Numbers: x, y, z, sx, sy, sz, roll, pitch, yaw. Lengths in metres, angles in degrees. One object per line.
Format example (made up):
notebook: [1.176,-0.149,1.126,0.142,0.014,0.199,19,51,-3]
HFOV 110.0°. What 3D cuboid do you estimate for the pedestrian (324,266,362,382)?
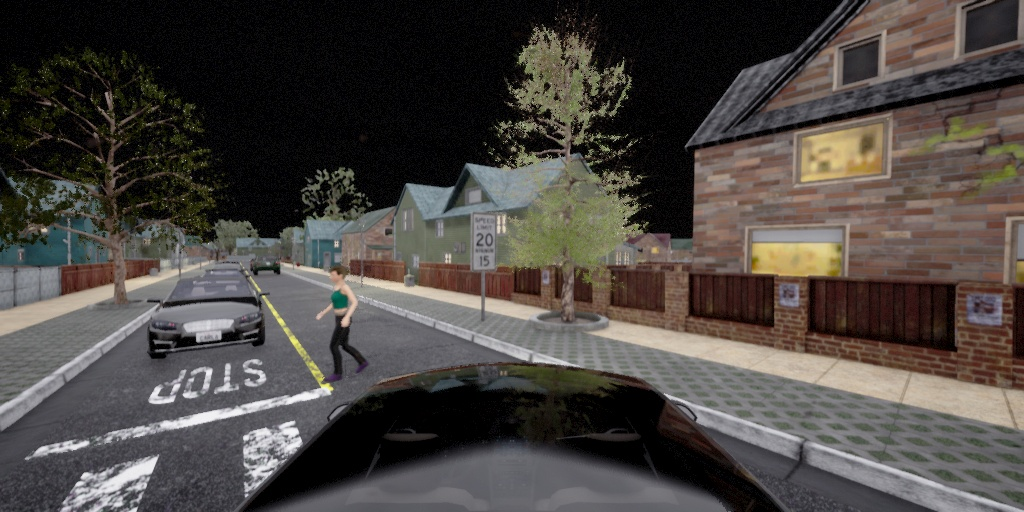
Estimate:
pedestrian: [-2.733,1.036,5.768,0.375,1.860,0.375,-2,3,-38]

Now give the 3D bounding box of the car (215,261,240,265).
car: [-18.793,1.199,23.678,1.837,1.490,4.892,-1,0,-38]

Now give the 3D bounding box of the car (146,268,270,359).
car: [-7.160,1.234,8.640,2.128,1.511,4.902,-1,0,-38]

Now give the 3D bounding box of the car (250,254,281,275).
car: [-25.094,0.858,36.615,2.150,2.045,5.566,-1,1,-37]

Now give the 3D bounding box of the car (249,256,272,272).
car: [-31.626,0.962,45.065,2.097,1.767,4.553,-1,0,-38]

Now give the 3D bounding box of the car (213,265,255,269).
car: [-12.837,1.283,15.969,1.994,1.385,4.181,-1,0,-38]
